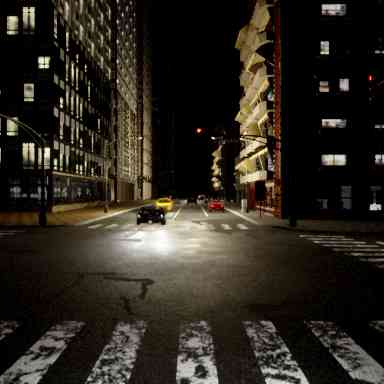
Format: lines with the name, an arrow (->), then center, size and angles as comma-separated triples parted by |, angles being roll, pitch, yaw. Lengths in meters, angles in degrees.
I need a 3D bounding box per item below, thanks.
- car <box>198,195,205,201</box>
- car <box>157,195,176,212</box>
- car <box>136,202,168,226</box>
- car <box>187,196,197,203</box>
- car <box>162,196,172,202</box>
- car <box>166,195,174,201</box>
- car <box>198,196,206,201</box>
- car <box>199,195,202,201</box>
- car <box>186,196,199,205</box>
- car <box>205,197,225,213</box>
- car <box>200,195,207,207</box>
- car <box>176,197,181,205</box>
car -> 2.554, 1.491, 89.674 | 1.967, 1.590, 4.097 | 0, 0, 0
car -> -3.155, 1.487, 38.412 | 1.882, 1.535, 5.008 | 0, 0, 0
car -> -2.800, 1.599, 23.171 | 1.895, 1.301, 4.718 | 0, 0, -4
car -> -0.021, 1.594, 70.278 | 1.994, 1.385, 4.181 | 0, 0, 0
car -> -5.809, 1.589, 78.363 | 2.008, 1.369, 4.403 | 0, 0, 0
car -> -5.827, 1.595, 89.661 | 1.887, 1.381, 4.507 | 0, 0, 0
car -> 2.563, 1.626, 84.025 | 1.802, 1.307, 4.206 | 0, 0, 0
car -> 2.607, 1.571, 55.782 | 2.008, 1.369, 4.403 | 0, 0, 0
car -> 0.007, 1.528, 59.967 | 1.837, 1.490, 4.892 | 0, 0, 0
car -> 2.685, 1.591, 37.216 | 1.802, 1.307, 4.206 | 0, 0, 0
car -> 2.615, 1.567, 50.134 | 2.008, 1.369, 4.403 | 0, 0, 0
car -> -3.127, 1.548, 60.255 | 1.812, 1.442, 4.674 | 0, 0, 0
